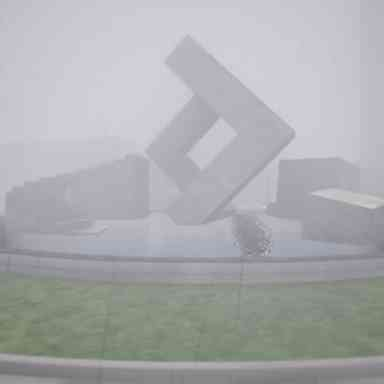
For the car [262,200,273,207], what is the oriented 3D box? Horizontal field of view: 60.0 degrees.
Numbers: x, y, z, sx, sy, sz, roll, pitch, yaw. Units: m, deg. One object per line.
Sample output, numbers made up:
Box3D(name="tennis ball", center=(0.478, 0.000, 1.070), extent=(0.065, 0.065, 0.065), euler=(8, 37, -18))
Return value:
Box3D(name="car", center=(15.934, 2.383, 69.618), extent=(1.994, 1.385, 4.181), euler=(0, -1, 19))
